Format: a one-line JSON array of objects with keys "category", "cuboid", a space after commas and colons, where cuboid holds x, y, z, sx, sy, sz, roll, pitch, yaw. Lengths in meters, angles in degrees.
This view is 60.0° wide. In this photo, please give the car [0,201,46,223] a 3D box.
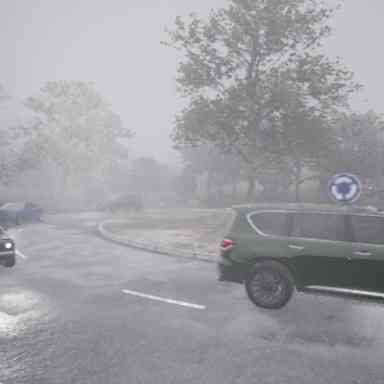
[{"category": "car", "cuboid": [-11.679, 1.370, 22.442, 1.882, 1.535, 5.008, 1, 0, -1]}]

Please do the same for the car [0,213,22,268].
[{"category": "car", "cuboid": [-6.884, 1.530, 10.451, 1.895, 1.301, 4.718, 1, 0, -36]}]

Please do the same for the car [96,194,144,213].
[{"category": "car", "cuboid": [-7.801, 1.195, 36.590, 2.150, 2.045, 5.566, 1, 0, 38]}]

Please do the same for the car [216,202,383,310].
[{"category": "car", "cuboid": [3.273, 1.278, 6.807, 5.566, 2.045, 2.150, 1, 1, 21]}]
